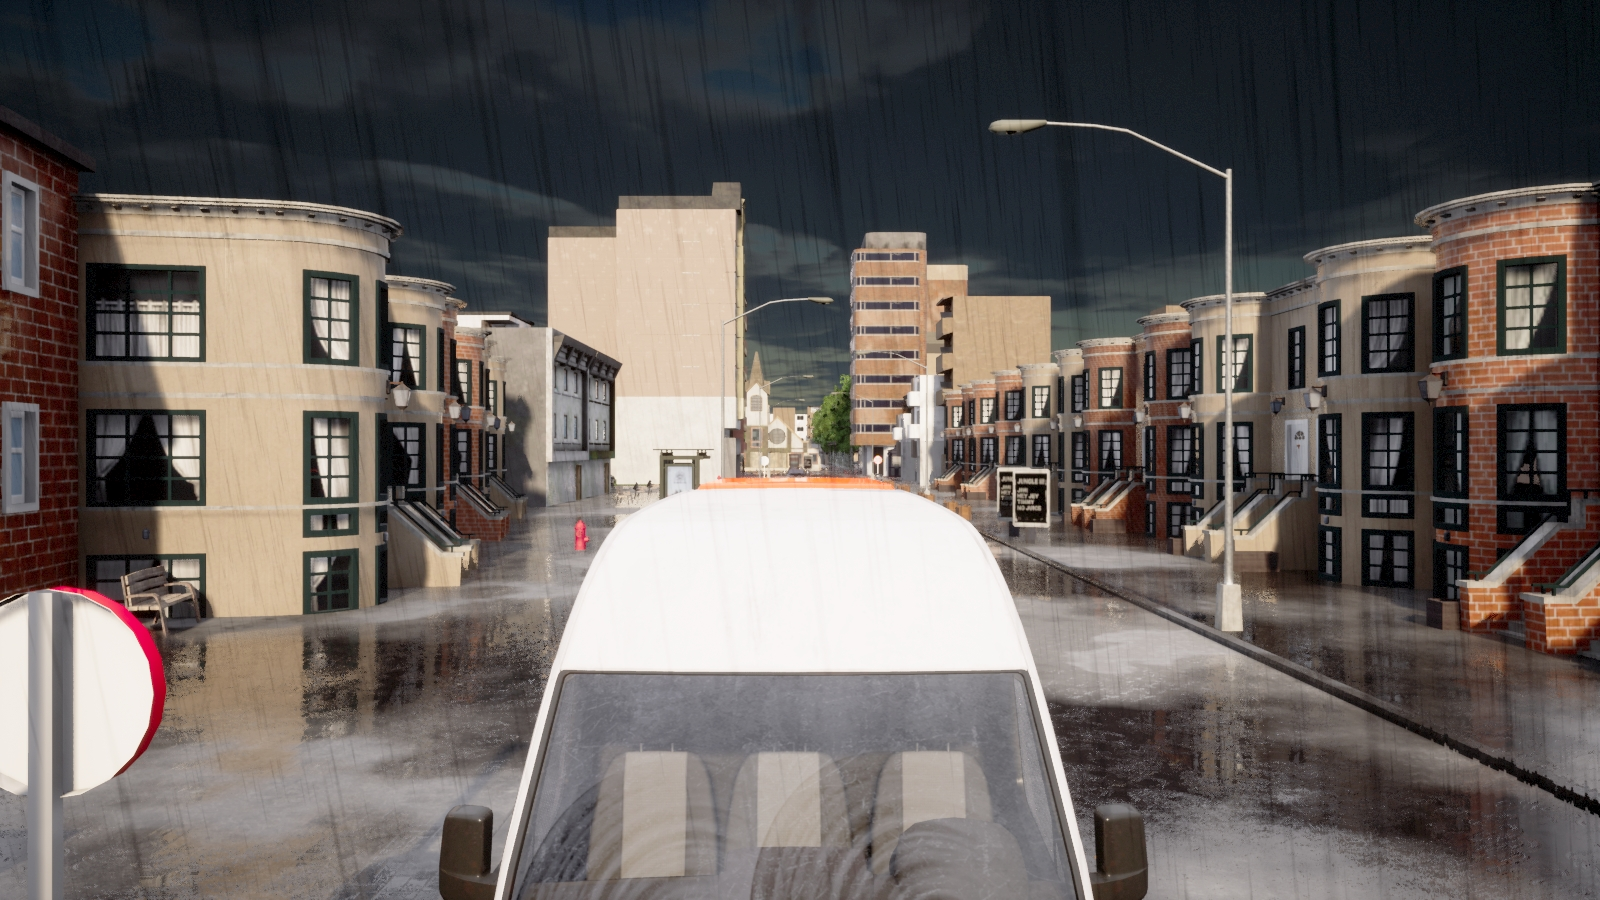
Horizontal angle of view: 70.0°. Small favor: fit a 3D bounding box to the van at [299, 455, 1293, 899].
[{"bbox_3d":[-0.019,1.314,5.243,1.988,2.561,5.915,0,0,0],"label":"van"}]
